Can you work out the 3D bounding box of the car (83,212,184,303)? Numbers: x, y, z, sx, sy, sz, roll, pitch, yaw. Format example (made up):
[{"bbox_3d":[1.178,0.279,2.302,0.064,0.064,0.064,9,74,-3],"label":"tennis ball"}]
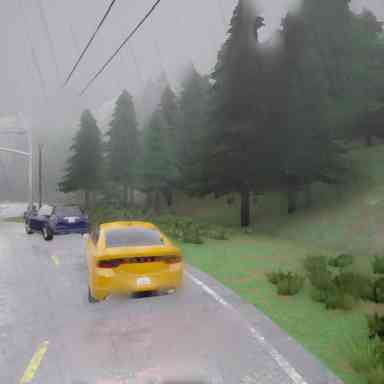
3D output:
[{"bbox_3d":[-1.678,1.478,8.441,1.882,1.535,5.008,0,0,-19],"label":"car"}]

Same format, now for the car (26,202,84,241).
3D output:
[{"bbox_3d":[-6.951,1.352,17.086,2.097,1.767,4.553,0,0,-40],"label":"car"}]
